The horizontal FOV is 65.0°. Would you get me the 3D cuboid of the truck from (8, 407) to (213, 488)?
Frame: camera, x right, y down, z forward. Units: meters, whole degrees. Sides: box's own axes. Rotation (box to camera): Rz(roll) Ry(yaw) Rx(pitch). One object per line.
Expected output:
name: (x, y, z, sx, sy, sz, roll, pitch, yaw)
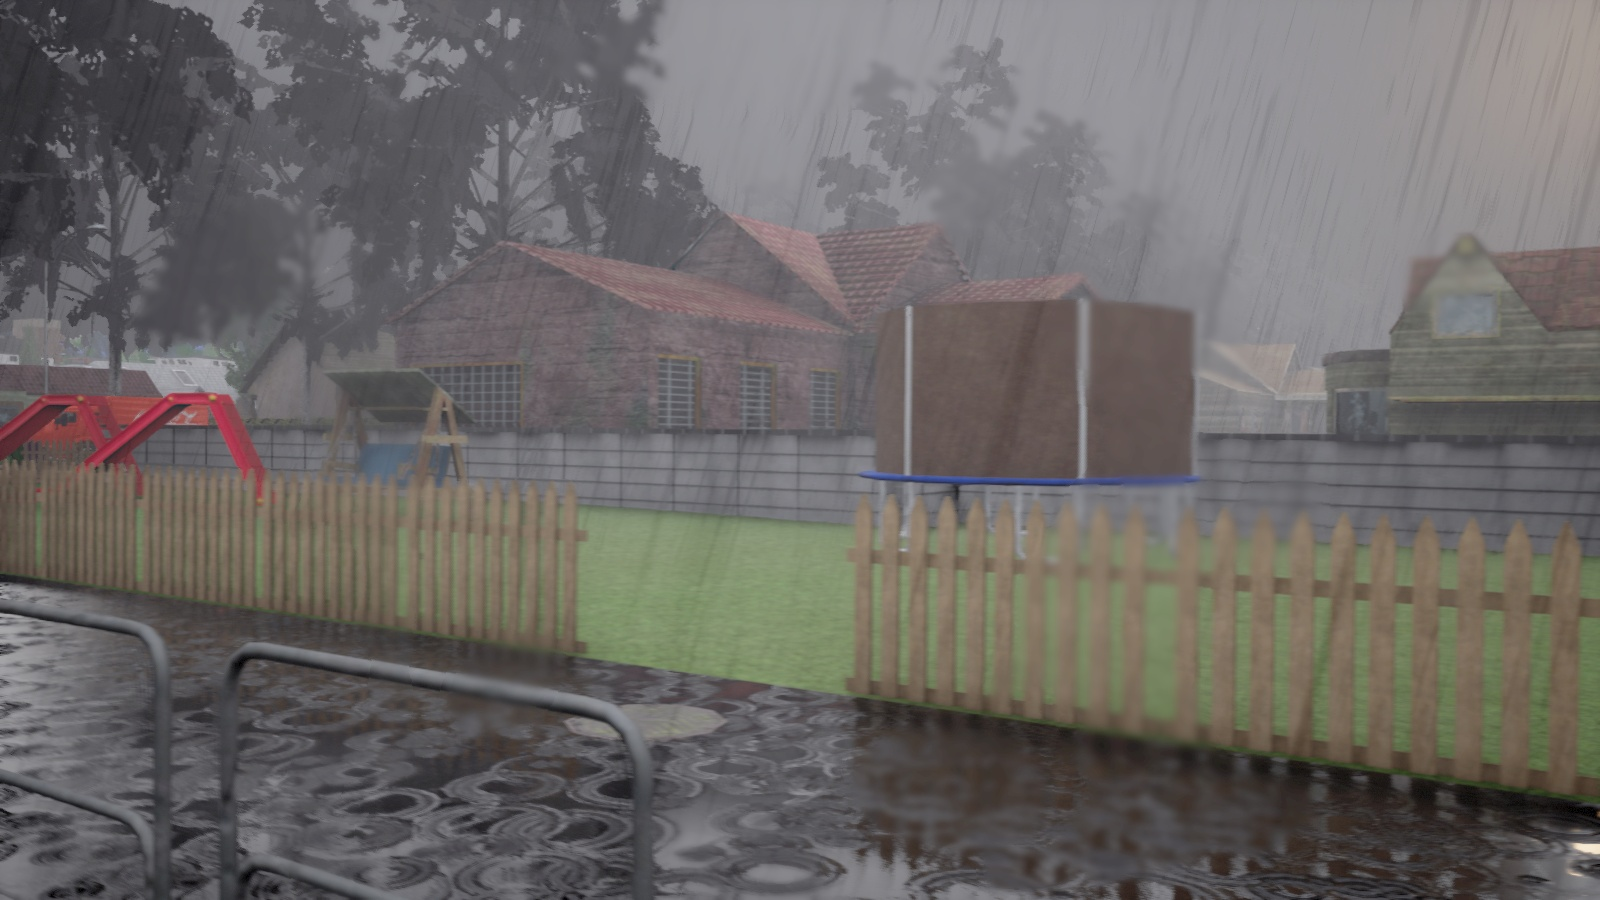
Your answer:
truck: (-22.392, -0.112, 41.002, 2.627, 2.467, 5.204, 0, 1, 34)
